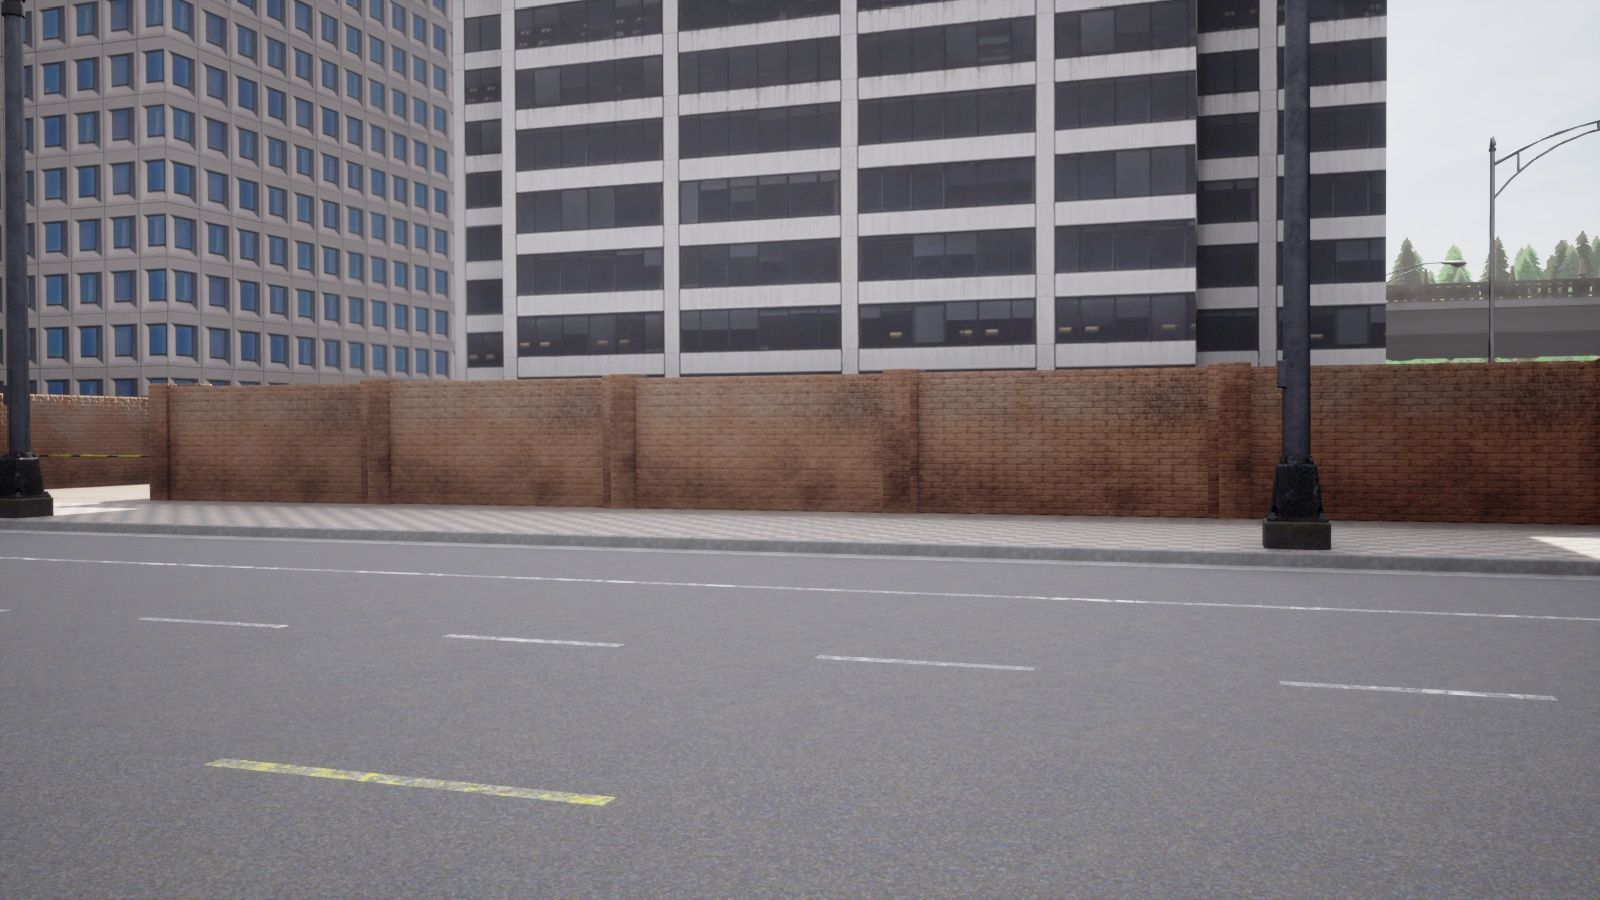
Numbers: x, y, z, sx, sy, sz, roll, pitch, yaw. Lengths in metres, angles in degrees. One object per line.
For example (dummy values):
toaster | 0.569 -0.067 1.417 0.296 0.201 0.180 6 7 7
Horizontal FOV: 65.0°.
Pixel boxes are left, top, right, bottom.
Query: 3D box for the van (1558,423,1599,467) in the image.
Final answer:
van | 37.536 -0.227 57.588 4.442 1.987 1.775 0 1 18
